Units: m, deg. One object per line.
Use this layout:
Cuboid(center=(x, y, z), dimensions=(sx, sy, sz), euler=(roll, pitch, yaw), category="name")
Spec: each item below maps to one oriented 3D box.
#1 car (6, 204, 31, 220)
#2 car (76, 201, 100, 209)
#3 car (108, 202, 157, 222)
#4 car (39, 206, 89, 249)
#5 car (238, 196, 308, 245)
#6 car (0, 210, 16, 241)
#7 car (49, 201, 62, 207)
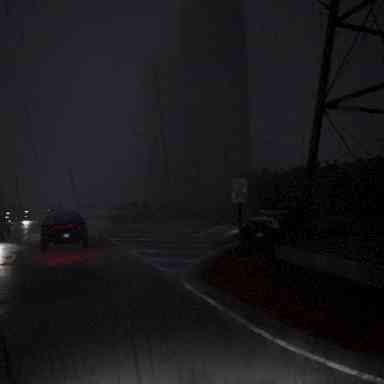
Cuboid(center=(-18.171, 2.053, 34.852), dimensions=(2.097, 1.767, 4.553), euler=(-2, 0, -23), category="car")
Cuboid(center=(-18.485, 2.325, 58.944), dimensions=(4.181, 1.381, 1.994), euler=(-2, 0, -24), category="car")
Cuboid(center=(-5.160, 1.661, 28.748), dimensions=(3.988, 1.617, 1.851), euler=(-2, 0, -24), category="car")
Cuboid(center=(-6.095, 1.659, 15.793), dimensions=(1.882, 1.535, 5.008), euler=(-2, 0, -23), category="car")
Cuboid(center=(3.575, 1.156, 14.161), dimensions=(1.905, 1.878, 3.866), euler=(-2, 0, 36), category="car")
Cuboid(center=(-11.246, 1.954, 18.431), dimensions=(1.994, 1.385, 4.181), euler=(-2, 0, -23), category="car")
Cuboid(center=(-16.243, 2.164, 39.599), dimensions=(1.812, 1.442, 4.674), euler=(-2, 0, -23), category="car")
